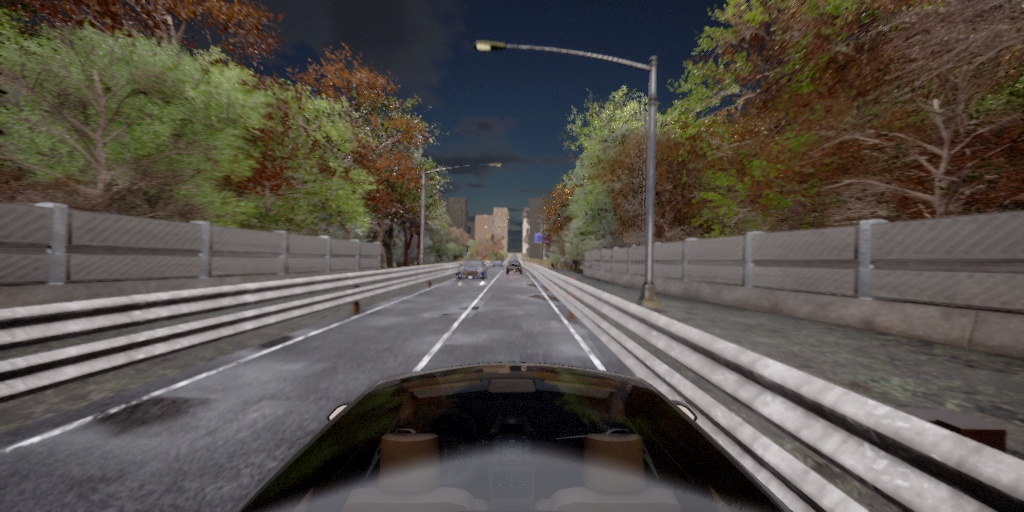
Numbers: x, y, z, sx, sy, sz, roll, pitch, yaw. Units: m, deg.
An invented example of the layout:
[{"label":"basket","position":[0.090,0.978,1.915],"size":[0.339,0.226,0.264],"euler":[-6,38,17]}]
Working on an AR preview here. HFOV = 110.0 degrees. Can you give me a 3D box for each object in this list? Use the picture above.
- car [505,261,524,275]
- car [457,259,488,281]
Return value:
[{"label":"car","position":[0.259,1.317,40.945],"size":[1.837,1.490,4.892],"euler":[1,0,0]},{"label":"car","position":[-3.158,1.041,29.562],"size":[2.097,1.767,4.553],"euler":[1,0,1]}]
